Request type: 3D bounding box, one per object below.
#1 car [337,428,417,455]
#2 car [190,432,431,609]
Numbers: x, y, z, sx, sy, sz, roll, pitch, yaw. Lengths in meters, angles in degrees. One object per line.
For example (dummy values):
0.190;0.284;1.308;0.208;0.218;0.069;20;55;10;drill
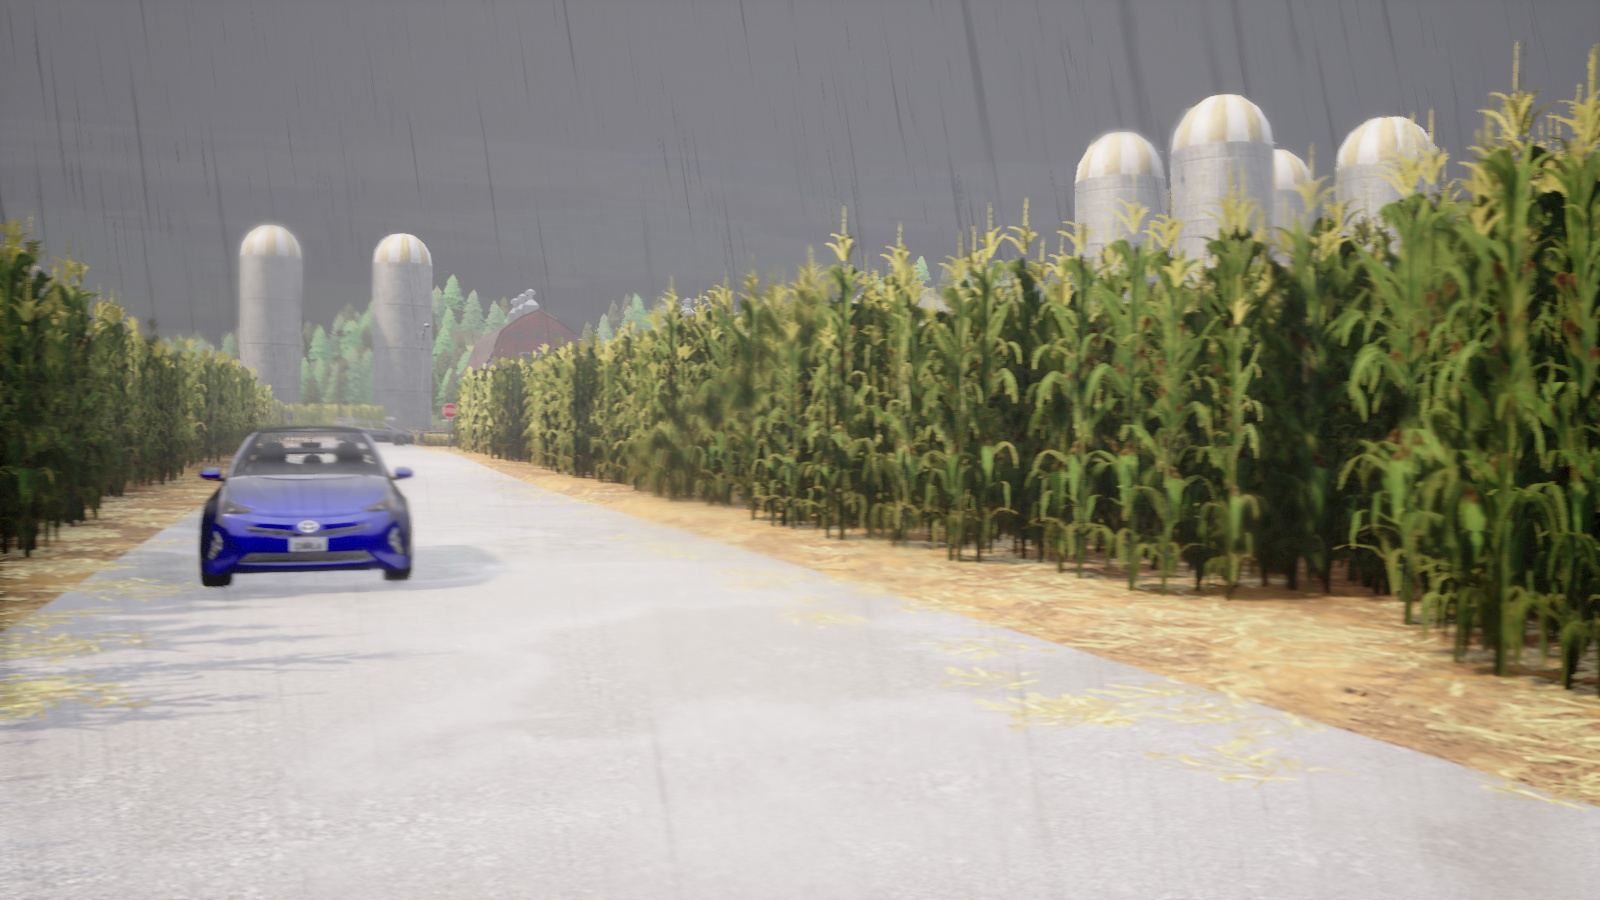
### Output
-26.135;-0.542;77.577;4.611;1.667;2.242;0;1;-21;car
-5.182;0.581;13.452;2.007;1.525;4.514;-1;1;-21;car
